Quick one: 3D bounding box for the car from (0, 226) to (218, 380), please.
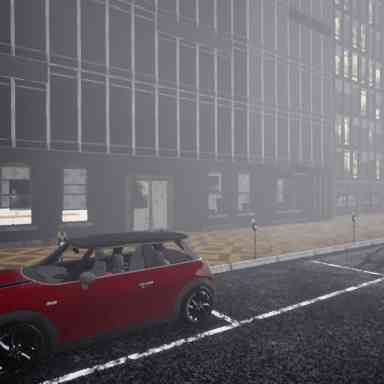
[{"bbox_3d":[-1.626,1.440,5.405,4.097,1.590,1.967,0,0,-35],"label":"car"}]
